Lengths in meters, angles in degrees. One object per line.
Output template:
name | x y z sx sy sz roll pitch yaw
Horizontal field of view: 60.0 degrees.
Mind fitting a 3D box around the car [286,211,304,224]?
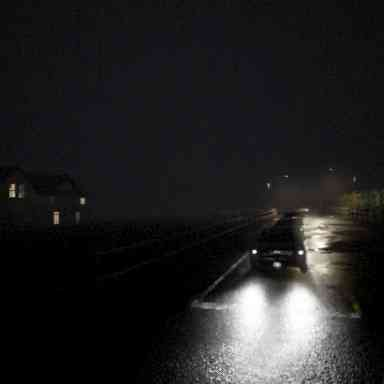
car | 12.467 3.008 40.071 1.895 1.301 4.718 -3 -3 19

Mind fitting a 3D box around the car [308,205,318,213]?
car | 30.095 4.280 82.240 1.837 1.490 4.892 -3 -3 18

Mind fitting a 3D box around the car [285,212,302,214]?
car | 9.348 2.592 30.733 1.837 1.490 4.892 -3 -3 18

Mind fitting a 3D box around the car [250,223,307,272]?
car | 3.395 2.072 12.681 1.895 1.301 4.718 -3 -3 18

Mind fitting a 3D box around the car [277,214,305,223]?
car | 6.259 2.368 21.370 1.895 1.301 4.718 -3 -3 18
